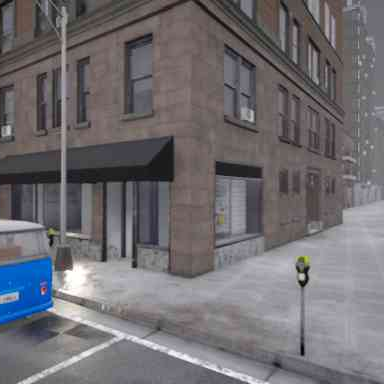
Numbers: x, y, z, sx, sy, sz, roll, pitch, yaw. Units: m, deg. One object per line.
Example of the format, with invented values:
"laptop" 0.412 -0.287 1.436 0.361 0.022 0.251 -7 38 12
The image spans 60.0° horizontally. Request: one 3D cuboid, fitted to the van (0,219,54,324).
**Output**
"van" -4.249 1.354 6.055 3.998 1.788 1.690 0 0 35
